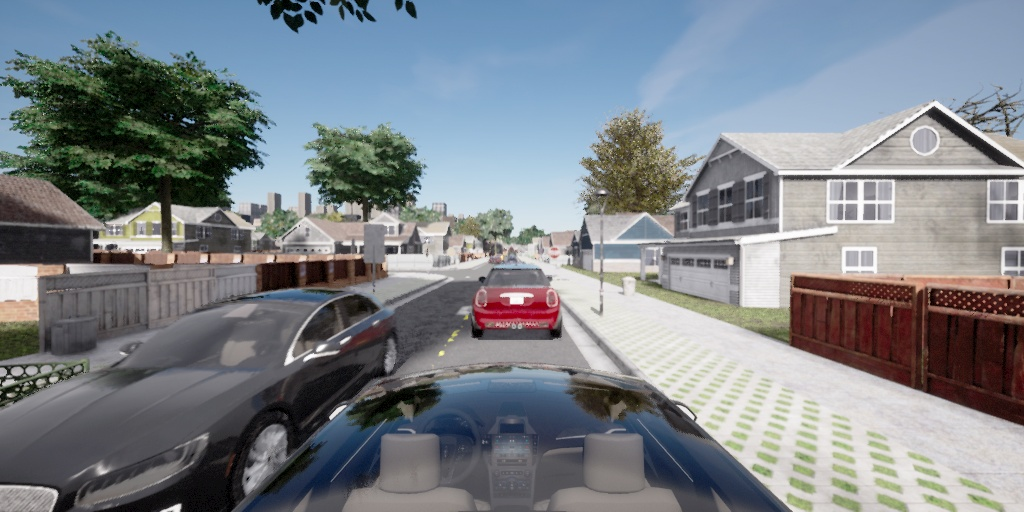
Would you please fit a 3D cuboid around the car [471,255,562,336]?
[{"bbox_3d":[0.103,0.980,10.059,2.097,1.767,4.553,0,1,0],"label":"car"}]

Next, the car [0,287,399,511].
[{"bbox_3d":[-2.846,1.216,4.322,1.837,1.490,4.892,0,1,0],"label":"car"}]
